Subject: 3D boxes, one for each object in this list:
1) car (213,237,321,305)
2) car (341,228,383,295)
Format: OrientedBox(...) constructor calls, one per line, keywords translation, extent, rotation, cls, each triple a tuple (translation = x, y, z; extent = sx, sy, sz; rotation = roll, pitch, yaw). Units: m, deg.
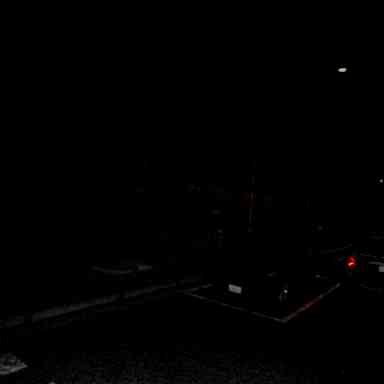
OrientedBox(translation=(2.296, 1.996, 9.328), extent=(1.947, 1.339, 4.313), rotation=(4, -2, 36), cls="car")
OrientedBox(translation=(6.088, 2.122, 10.044), extent=(2.097, 1.767, 4.553), rotation=(4, -2, 36), cls="car")
